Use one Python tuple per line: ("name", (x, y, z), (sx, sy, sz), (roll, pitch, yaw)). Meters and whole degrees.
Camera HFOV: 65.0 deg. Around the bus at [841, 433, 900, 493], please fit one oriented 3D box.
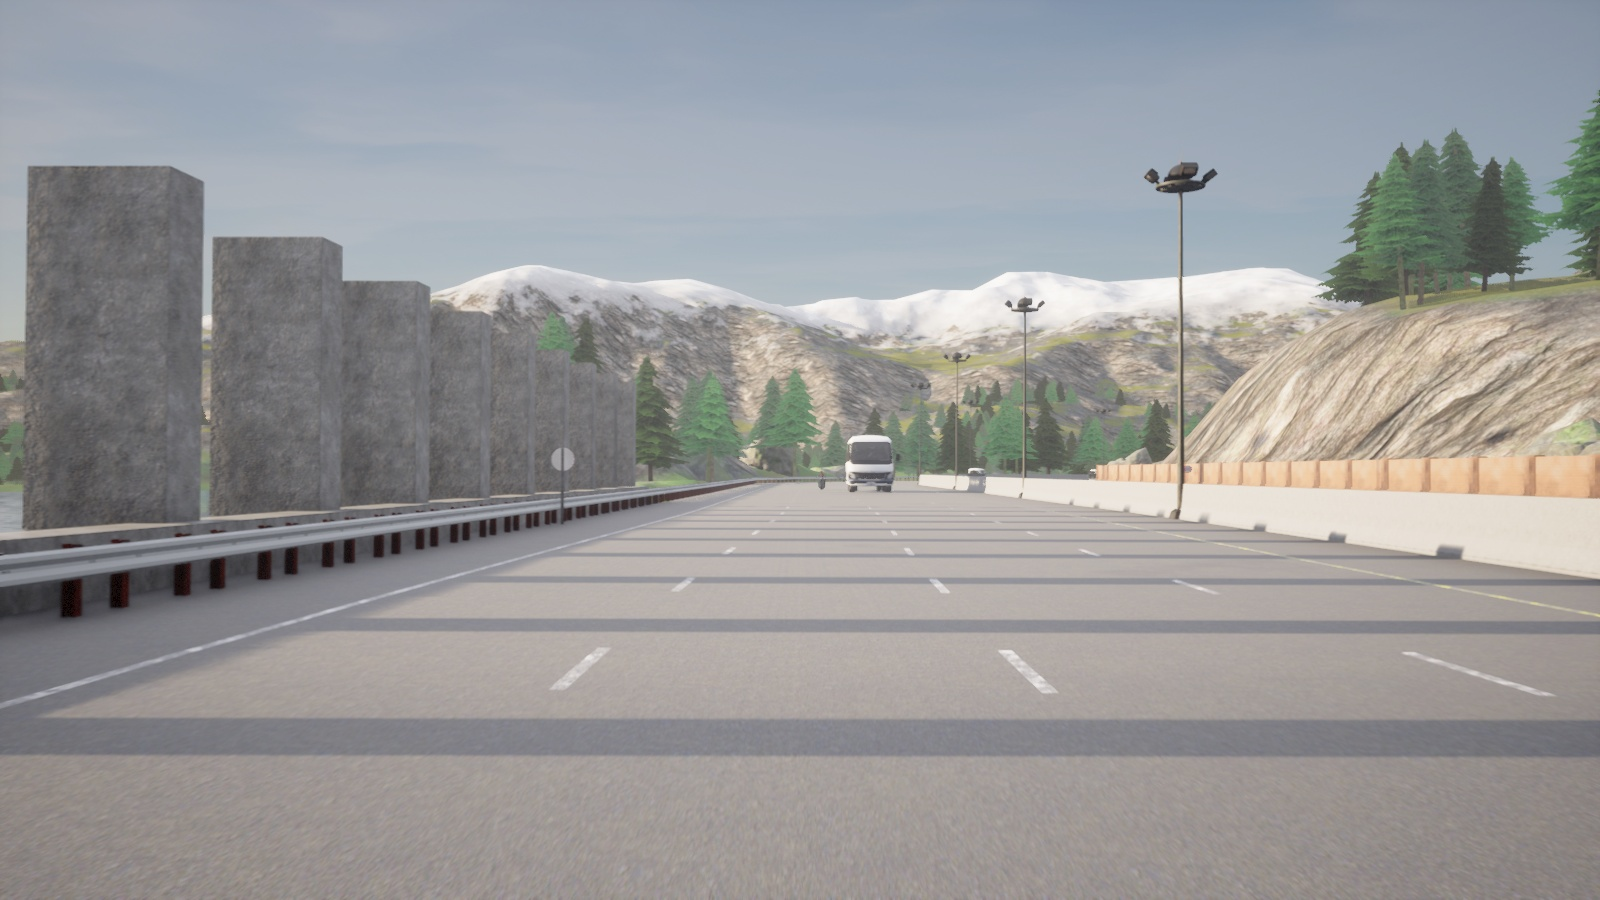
("bus", (5.227, 1.003, 94.900), (3.944, 4.253, 10.273), (0, -1, 1))
